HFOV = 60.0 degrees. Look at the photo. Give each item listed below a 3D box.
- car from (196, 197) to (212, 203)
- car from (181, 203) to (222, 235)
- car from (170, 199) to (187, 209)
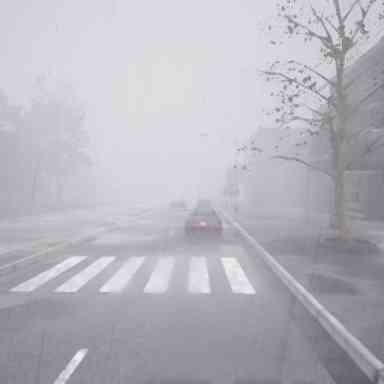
[{"bbox_3d":[1.546,1.454,43.262,2.128,1.511,4.902,0,0,2],"label":"car"},{"bbox_3d":[0.647,1.549,18.649,1.994,1.385,4.181,0,0,3],"label":"car"},{"bbox_3d":[-1.699,1.548,43.406,1.895,1.301,4.718,0,0,2],"label":"car"}]
